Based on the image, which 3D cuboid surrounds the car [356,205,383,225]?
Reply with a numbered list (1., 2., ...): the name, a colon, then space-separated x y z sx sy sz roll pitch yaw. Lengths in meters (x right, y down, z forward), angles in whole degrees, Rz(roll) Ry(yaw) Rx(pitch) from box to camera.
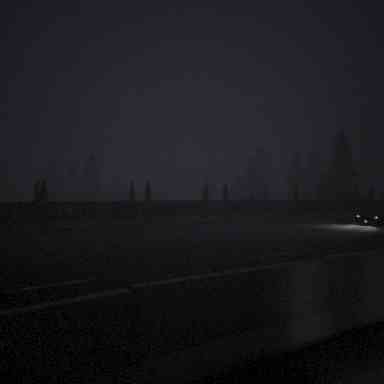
1. car: 13.881 1.549 22.831 5.357 1.411 2.033 0 0 -22
